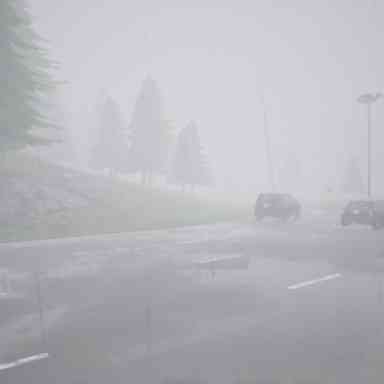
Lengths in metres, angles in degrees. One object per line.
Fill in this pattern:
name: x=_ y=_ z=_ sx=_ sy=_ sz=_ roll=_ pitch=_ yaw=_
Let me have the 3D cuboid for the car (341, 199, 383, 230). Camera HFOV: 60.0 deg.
car: x=11.154 y=1.217 z=20.373 sx=4.553 sy=1.767 sz=2.097 roll=0 pitch=0 yaw=-36

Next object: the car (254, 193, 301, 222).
car: x=6.535 y=1.098 z=25.115 sx=2.150 sy=2.045 sz=5.566 roll=0 pitch=0 yaw=32
